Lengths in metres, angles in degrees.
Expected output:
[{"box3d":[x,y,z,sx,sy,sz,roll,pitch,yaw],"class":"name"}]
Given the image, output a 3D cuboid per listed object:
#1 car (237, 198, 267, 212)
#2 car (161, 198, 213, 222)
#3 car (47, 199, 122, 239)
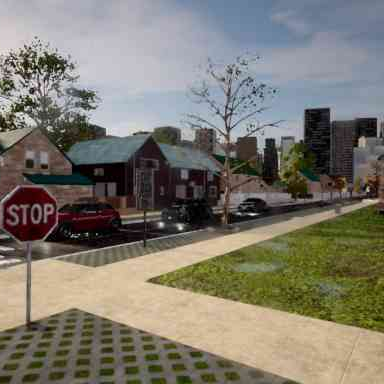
[{"box3d":[6.512,1.341,35.336,1.812,1.442,4.674,1,1,34],"class":"car"},{"box3d":[-0.298,1.230,25.188,2.097,1.767,4.553,1,1,34],"class":"car"},{"box3d":[-5.824,1.281,17.017,2.097,1.767,4.553,1,1,35],"class":"car"}]
